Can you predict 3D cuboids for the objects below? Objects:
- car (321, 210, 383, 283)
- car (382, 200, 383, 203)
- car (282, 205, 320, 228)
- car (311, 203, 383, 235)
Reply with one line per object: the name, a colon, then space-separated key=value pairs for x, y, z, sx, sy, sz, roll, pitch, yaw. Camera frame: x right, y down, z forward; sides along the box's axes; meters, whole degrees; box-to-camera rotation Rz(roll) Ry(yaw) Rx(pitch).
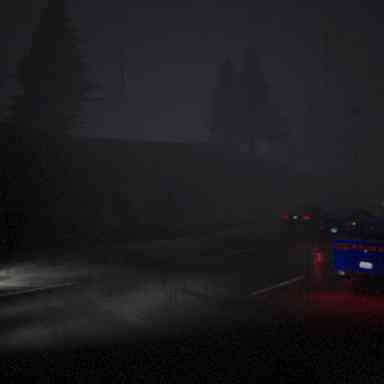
car: x=5.606 y=1.444 z=8.998 sx=5.008 sy=1.535 sz=1.882 roll=0 pitch=0 yaw=-44
car: x=22.416 y=1.214 z=36.567 sx=2.097 sy=1.767 sz=4.553 roll=0 pitch=0 yaw=43
car: x=7.694 y=1.498 z=21.028 sx=2.033 sy=1.411 sz=5.357 roll=0 pitch=0 yaw=43
car: x=7.780 y=1.478 z=16.136 sx=1.812 sy=1.442 sz=4.674 roll=0 pitch=0 yaw=44
